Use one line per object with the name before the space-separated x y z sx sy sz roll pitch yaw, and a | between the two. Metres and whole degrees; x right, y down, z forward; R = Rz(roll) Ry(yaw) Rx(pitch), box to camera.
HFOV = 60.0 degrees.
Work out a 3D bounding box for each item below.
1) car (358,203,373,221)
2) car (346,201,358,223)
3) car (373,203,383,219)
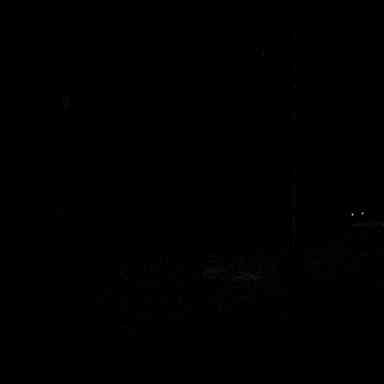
car | 10.885 1.205 26.595 2.150 2.045 5.566 0 0 -35
car | 9.347 1.536 24.374 1.947 1.339 4.313 0 0 -35
car | 15.885 1.575 29.030 1.947 1.339 4.313 0 0 -35
